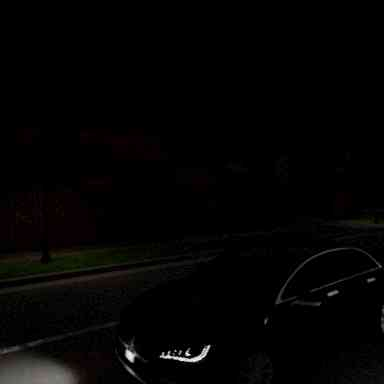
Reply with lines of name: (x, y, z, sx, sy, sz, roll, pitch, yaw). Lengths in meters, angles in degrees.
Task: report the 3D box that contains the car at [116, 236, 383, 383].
car: (1.317, 1.487, 4.937, 4.892, 1.490, 1.837, 0, 0, -36)
